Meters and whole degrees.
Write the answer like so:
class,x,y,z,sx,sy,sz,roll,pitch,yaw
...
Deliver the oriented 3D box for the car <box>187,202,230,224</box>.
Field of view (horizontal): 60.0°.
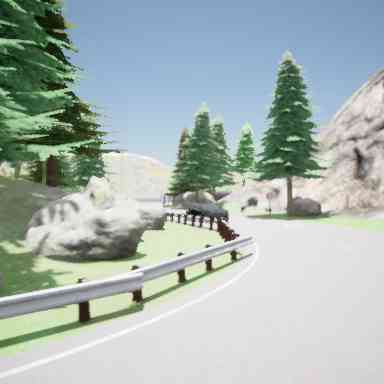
class,x,y,z,sx,sy,sz,roll,pitch,yaw
car,1.199,1.579,26.533,1.882,1.535,5.008,-1,0,-23
